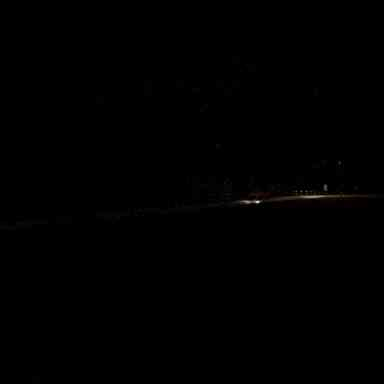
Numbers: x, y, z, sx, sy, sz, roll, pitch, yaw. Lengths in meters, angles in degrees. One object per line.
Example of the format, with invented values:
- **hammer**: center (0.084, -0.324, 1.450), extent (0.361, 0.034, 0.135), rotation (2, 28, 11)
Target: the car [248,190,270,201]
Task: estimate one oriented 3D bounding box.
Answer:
- **car**: center (10.586, 0.516, 52.268), extent (1.882, 1.535, 5.008), rotation (-1, 0, 36)
